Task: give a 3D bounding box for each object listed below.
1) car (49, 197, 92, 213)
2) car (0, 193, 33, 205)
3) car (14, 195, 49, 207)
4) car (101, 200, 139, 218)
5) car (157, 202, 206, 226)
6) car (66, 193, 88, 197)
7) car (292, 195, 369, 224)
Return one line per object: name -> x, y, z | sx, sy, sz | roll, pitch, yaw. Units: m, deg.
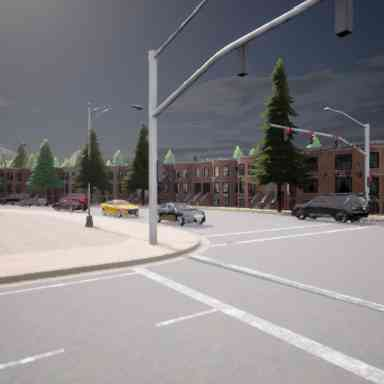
car -> -13.904, 1.601, 37.963 | 4.718, 1.301, 1.895 | 0, 0, 37
car -> -29.313, 1.221, 56.044 | 5.566, 2.045, 2.150 | 0, 0, 10
car -> -24.113, 1.547, 51.176 | 5.357, 1.411, 2.033 | 0, 0, 17
car -> -6.732, 1.478, 30.902 | 1.882, 1.535, 5.008 | 0, 0, -40
car -> -0.978, 1.492, 23.340 | 2.128, 1.511, 4.902 | 0, 0, -36
car -> -18.571, 1.220, 52.840 | 5.566, 2.045, 2.150 | 0, 0, 23
car -> 10.360, 1.221, 25.290 | 2.150, 2.045, 5.566 | -1, 1, -39
